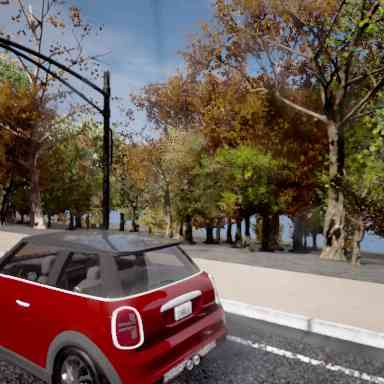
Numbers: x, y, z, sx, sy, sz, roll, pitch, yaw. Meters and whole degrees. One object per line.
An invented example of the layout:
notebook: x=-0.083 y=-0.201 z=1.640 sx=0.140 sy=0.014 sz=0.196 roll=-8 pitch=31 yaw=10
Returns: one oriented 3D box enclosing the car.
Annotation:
car: x=-1.826 y=1.360 z=4.986 sx=4.553 sy=1.767 sz=2.097 roll=0 pitch=0 yaw=36
